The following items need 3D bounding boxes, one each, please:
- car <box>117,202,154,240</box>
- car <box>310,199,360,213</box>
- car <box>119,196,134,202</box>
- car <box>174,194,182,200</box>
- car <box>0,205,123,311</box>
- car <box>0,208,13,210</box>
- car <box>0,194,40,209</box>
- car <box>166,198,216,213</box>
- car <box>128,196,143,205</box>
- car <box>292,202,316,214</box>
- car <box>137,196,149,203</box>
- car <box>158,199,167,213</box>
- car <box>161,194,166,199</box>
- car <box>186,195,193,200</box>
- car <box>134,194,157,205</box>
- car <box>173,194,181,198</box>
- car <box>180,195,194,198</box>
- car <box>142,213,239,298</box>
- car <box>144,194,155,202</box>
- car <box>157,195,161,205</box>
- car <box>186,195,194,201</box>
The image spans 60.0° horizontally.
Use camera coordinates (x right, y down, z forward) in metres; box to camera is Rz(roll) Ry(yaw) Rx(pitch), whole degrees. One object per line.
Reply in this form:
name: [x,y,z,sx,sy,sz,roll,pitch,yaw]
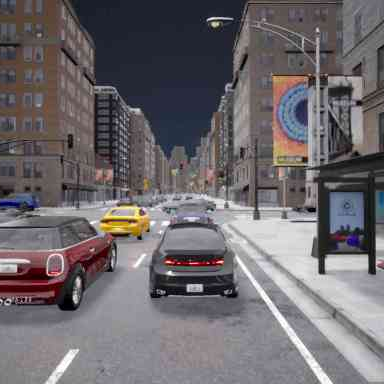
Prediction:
car: [-3.279,1.485,17.055,1.882,1.535,5.008,0,0,-1]
car: [16.730,1.635,39.071,4.902,1.511,2.128,0,-1,-1]
car: [-10.197,1.585,51.362,1.994,1.385,4.181,0,0,0]
car: [-3.870,1.369,91.973,2.128,1.511,4.902,0,0,0]
car: [-3.220,1.355,7.927,2.097,1.767,4.553,0,0,-1]
car: [-6.593,1.511,11.555,1.837,1.490,4.892,0,-1,1]
car: [-20.677,1.243,38.702,5.566,2.045,2.150,0,-1,0]
car: [-0.033,1.360,17.433,2.097,1.767,4.553,0,0,0]
car: [-10.230,1.526,60.182,1.837,1.490,4.892,0,0,0]
car: [13.260,1.691,35.789,4.718,1.301,1.895,0,-1,-1]
car: [-10.227,1.617,70.230,1.895,1.301,4.718,0,0,0]
car: [-0.615,1.620,33.329,4.718,1.301,1.895,1,-1,-29]
car: [-6.968,1.586,68.919,1.994,1.385,4.181,0,0,0]
car: [-0.620,1.439,92.024,1.895,1.301,4.718,0,0,0]
car: [-6.940,1.373,50.335,2.097,1.767,4.553,0,0,0]
car: [-3.804,1.607,82.001,1.895,1.301,4.718,0,0,0]
car: [1.004,1.576,42.460,2.128,1.511,4.902,-2,3,-38]
car: [0.024,1.508,8.497,1.837,1.490,4.892,0,0,-1]
car: [-10.295,1.375,80.544,2.097,1.767,4.553,0,0,0]
car: [-6.986,1.547,58.911,1.812,1.442,4.674,0,0,0]
car: [-0.551,1.489,81.575,1.882,1.535,5.008,0,0,0]
